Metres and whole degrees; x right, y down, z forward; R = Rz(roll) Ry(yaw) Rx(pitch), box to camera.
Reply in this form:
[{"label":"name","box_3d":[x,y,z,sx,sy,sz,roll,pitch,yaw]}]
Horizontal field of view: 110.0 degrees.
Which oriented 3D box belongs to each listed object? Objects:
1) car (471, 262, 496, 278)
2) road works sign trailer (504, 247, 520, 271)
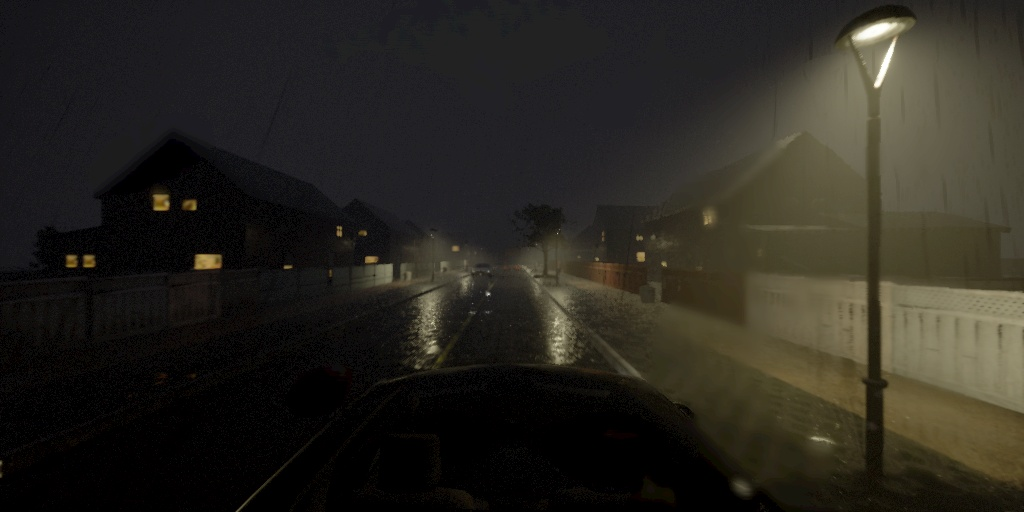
[{"label":"car","box_3d":[-2.850,1.379,34.819,1.812,1.442,4.674,0,0,0]},{"label":"road works sign trailer","box_3d":[-0.010,0.431,52.633,2.380,3.560,2.880,0,0,0]}]
